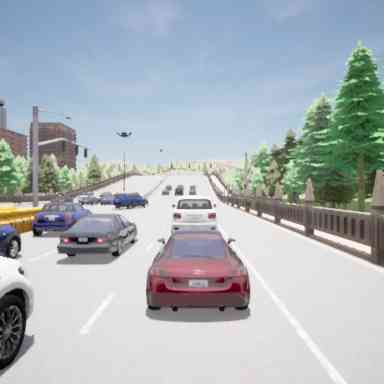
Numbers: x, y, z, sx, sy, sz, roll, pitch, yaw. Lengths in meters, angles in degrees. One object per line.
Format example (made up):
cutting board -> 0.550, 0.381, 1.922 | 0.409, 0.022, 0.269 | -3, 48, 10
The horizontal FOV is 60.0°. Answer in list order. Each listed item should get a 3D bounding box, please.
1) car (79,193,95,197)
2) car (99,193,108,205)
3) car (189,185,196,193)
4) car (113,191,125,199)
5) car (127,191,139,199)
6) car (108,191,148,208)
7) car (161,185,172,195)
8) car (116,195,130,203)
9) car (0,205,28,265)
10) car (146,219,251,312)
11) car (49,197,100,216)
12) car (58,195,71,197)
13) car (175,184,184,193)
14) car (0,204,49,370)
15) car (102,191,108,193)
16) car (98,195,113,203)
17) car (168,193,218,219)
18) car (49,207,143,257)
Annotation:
car -> -17.505, 1.446, 57.109 | 2.128, 1.511, 4.902 | 0, 0, 1
car -> -14.016, 1.434, 56.054 | 1.882, 1.535, 5.008 | 0, 0, 0
car -> 0.168, -0.079, 86.367 | 2.128, 1.511, 4.902 | 0, 7, 0
car -> -17.377, 0.694, 79.484 | 1.895, 1.301, 4.718 | 0, 4, 0
car -> -13.881, 0.622, 78.917 | 1.882, 1.535, 5.008 | 0, 4, 0
car -> -8.168, 1.194, 44.349 | 2.150, 2.045, 5.566 | 1, 1, 28
car -> -6.832, -0.080, 86.412 | 1.812, 1.442, 4.674 | 0, 7, 0
car -> -13.943, 1.335, 67.693 | 1.812, 1.442, 4.674 | 0, 2, 0
car -> -6.892, 1.346, 9.561 | 2.097, 1.767, 4.553 | 0, 0, 0
car -> 0.109, 1.559, 7.802 | 1.994, 1.385, 4.181 | 0, 0, 0
car -> -6.935, 1.340, 18.492 | 2.097, 1.767, 4.553 | 0, 0, -1
car -> -21.081, 1.315, 54.206 | 2.097, 1.767, 4.553 | 0, 0, 2
car -> -3.334, -0.338, 85.969 | 2.150, 2.045, 5.566 | 0, 7, 0
car -> -3.397, 1.220, 2.530 | 2.150, 2.045, 5.566 | 0, 0, 0
car -> -20.872, 0.572, 80.229 | 2.033, 1.411, 5.357 | 0, 4, 0
car -> -17.438, 1.428, 67.145 | 1.895, 1.301, 4.718 | 0, 2, 0
car -> 0.115, 1.211, 17.209 | 2.150, 2.045, 5.566 | 0, 0, 0
car -> -3.394, 1.539, 12.912 | 2.033, 1.411, 5.357 | 0, 0, 0
